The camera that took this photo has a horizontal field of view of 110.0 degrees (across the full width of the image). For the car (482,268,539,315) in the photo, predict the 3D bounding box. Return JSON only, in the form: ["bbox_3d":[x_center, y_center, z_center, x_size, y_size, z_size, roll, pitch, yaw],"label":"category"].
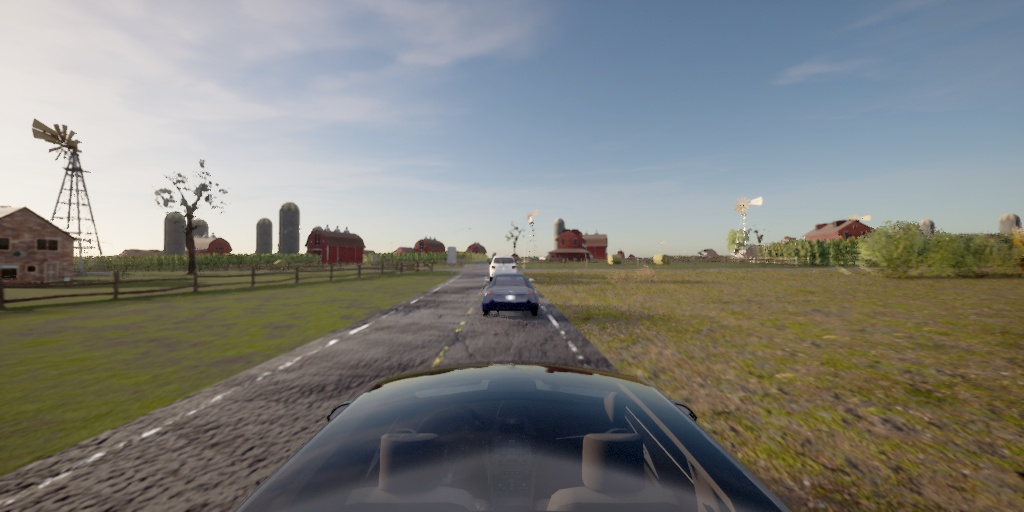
[{"bbox_3d":[-0.098,1.329,13.670,1.994,1.385,4.181,0,0,-1],"label":"car"}]

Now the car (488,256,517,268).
[{"bbox_3d":[-0.763,1.026,29.802,2.150,2.045,5.566,0,0,-3],"label":"car"}]
